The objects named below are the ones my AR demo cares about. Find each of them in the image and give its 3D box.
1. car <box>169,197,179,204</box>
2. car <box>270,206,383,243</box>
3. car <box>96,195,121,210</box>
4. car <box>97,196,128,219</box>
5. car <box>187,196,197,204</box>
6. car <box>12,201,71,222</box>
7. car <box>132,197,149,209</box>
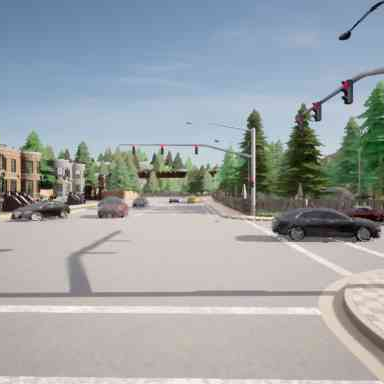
[{"bbox_3d":[-3.450,1.601,65.232,1.895,1.301,4.718,0,0,0],"label":"car"},{"bbox_3d":[6.228,1.505,15.771,4.892,1.490,1.837,0,1,6],"label":"car"},{"bbox_3d":[-10.620,1.351,42.626,2.097,1.767,4.553,0,0,0],"label":"car"},{"bbox_3d":[-6.850,1.352,29.164,2.097,1.767,4.553,0,0,-4],"label":"car"},{"bbox_3d":[0.051,1.477,64.944,1.882,1.535,5.008,0,0,0],"label":"car"},{"bbox_3d":[-11.896,1.492,26.598,2.128,1.511,4.902,0,0,22],"label":"car"},{"bbox_3d":[-7.113,1.503,46.027,1.837,1.490,4.892,0,0,0],"label":"car"}]
